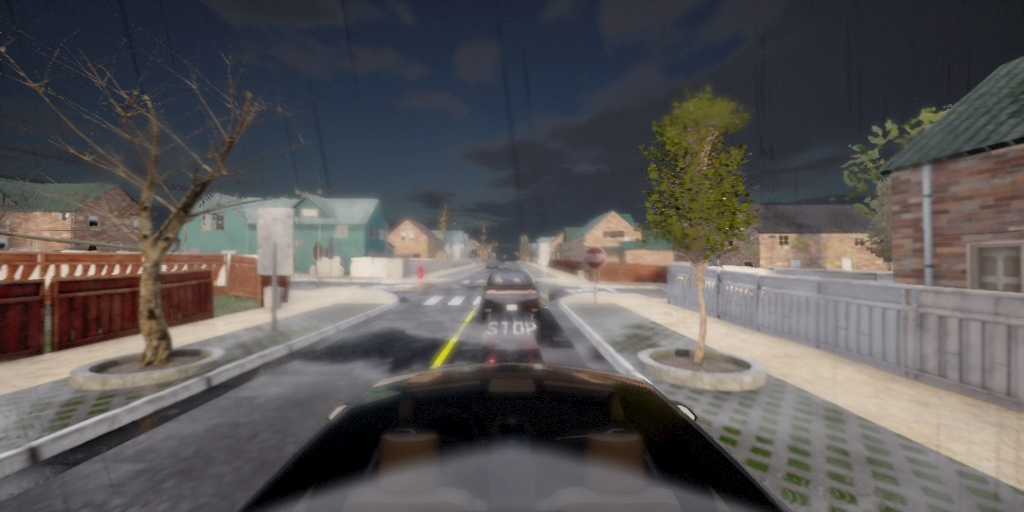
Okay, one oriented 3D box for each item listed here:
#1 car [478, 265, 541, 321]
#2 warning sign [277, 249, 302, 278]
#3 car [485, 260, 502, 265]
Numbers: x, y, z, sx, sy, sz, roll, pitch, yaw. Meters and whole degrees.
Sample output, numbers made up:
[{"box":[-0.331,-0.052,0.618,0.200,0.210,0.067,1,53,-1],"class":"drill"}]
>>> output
[{"box":[-0.147,1.233,12.451,2.128,1.511,4.902,0,0,-3],"class":"car"},{"box":[-15.791,0.586,25.632,1.060,1.860,1.300,0,0,0],"class":"warning sign"},{"box":[-2.831,1.273,52.443,1.837,1.490,4.892,0,0,0],"class":"car"}]
